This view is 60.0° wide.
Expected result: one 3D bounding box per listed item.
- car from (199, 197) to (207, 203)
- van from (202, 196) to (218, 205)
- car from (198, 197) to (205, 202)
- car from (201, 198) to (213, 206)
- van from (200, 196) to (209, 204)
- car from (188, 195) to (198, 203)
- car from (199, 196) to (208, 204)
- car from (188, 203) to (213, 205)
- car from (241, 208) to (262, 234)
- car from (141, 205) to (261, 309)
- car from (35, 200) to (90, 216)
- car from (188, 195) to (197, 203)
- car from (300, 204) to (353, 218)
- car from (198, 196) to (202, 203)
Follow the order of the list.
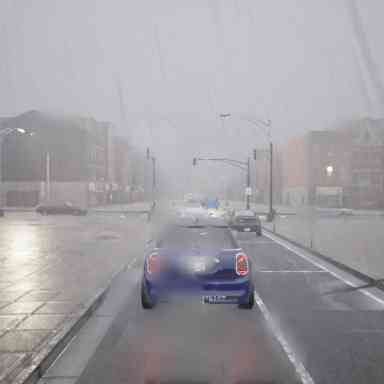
[{"bbox_3d":[2.710,1.987,82.078,1.887,1.381,4.507,-1,-1,0],"label":"car"},{"bbox_3d":[2.668,1.477,45.048,1.690,1.788,3.998,-1,0,0],"label":"van"},{"bbox_3d":[2.721,2.144,92.658,1.802,1.307,4.206,-2,-1,0],"label":"car"},{"bbox_3d":[2.688,1.797,60.917,2.008,1.369,4.403,-1,-1,0],"label":"car"},{"bbox_3d":[2.694,1.678,71.500,1.690,1.788,3.998,-1,-1,0],"label":"van"},{"bbox_3d":[0.086,1.899,75.479,2.128,1.511,4.902,0,-1,0],"label":"car"},{"bbox_3d":[2.702,1.829,76.789,1.967,1.590,4.097,-1,-1,0],"label":"car"},{"bbox_3d":[0.148,1.547,17.837,1.812,1.442,4.674,0,0,1],"label":"car"},{"bbox_3d":[2.645,1.573,18.089,2.008,1.369,4.403,-1,0,0],"label":"car"},{"bbox_3d":[0.107,1.356,8.018,2.097,1.767,4.553,0,0,0],"label":"car"},{"bbox_3d":[-11.686,1.460,30.157,4.674,1.442,1.812,1,1,2],"label":"car"},{"bbox_3d":[0.095,1.709,85.859,2.150,2.045,5.566,0,-1,0],"label":"car"},{"bbox_3d":[13.272,1.828,33.052,4.718,1.301,1.895,1,1,1],"label":"car"},{"bbox_3d":[2.678,1.520,55.630,2.192,1.841,5.009,-1,0,0],"label":"car"}]
